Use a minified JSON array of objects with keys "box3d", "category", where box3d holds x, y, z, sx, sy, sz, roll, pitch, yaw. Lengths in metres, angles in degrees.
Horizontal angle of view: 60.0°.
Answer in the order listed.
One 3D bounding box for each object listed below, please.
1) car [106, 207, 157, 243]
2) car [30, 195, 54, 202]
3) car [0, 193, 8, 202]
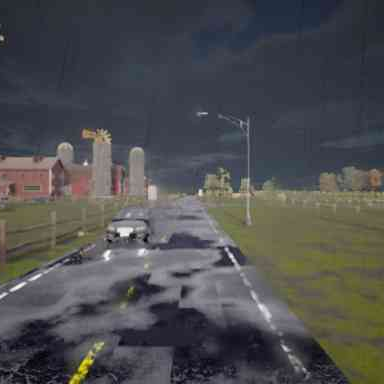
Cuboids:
[{"box3d":[-2.810,1.503,16.239,2.128,1.511,4.902,0,0,-1],"category":"car"},{"box3d":[-28.689,1.276,63.855,4.181,1.385,1.994,1,-1,0],"category":"car"},{"box3d":[-37.954,0.957,63.885,4.553,1.767,2.097,1,-1,0],"category":"car"}]
